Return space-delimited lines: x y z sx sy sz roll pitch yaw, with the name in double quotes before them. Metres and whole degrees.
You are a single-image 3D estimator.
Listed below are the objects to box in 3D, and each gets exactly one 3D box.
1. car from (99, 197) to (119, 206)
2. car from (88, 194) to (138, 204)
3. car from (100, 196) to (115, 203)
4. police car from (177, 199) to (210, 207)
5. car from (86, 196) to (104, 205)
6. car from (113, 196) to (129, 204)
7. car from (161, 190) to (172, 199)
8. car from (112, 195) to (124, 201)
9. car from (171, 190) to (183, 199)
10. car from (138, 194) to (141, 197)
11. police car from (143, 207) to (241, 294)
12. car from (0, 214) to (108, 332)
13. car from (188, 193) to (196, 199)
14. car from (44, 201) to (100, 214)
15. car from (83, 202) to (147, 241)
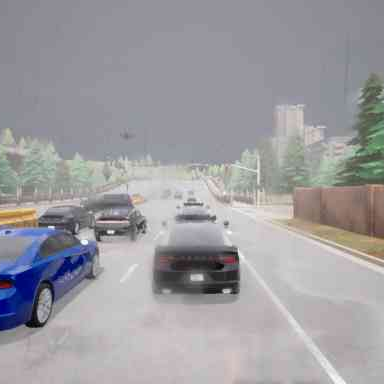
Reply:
"car" -14.123 1.547 56.727 2.033 1.411 5.357 0 0 0
"car" -8.951 1.221 34.887 5.566 2.045 2.150 0 -1 -37
"car" -17.559 1.552 69.300 1.994 1.385 4.181 0 0 0
"police car" 0.084 1.425 18.813 1.930 1.638 5.238 0 0 0
"car" -17.603 1.505 60.678 1.837 1.490 4.892 0 0 0
"car" -14.065 1.491 66.350 2.128 1.511 4.902 0 0 0
"car" -7.175 1.071 88.574 1.994 1.385 4.181 0 4 0
"car" -17.617 1.501 79.358 1.895 1.301 4.718 0 1 0
"car" -3.672 0.903 88.152 2.097 1.767 4.553 0 3 0
"car" -14.153 1.225 85.038 2.128 1.511 4.902 0 2 0
"police car" 0.093 1.425 8.910 1.930 1.638 5.238 0 0 0
"car" -3.406 1.478 6.995 1.882 1.535 5.008 0 0 0
"car" -0.115 1.508 79.151 1.895 1.301 4.718 0 2 0
"car" -6.915 1.505 18.770 1.837 1.490 4.892 0 0 0
"car" -3.422 1.491 16.569 2.128 1.511 4.902 0 0 1
